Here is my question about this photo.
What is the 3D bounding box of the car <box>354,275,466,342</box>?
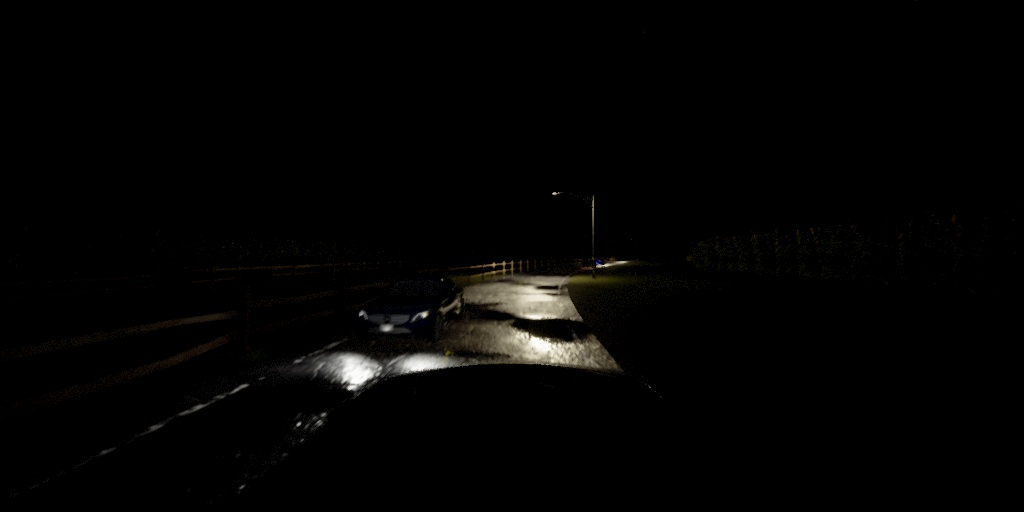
[{"bbox_3d":[-2.488,1.265,9.912,1.812,1.442,4.674,0,0,4],"label":"car"}]

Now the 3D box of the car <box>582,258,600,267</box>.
[{"bbox_3d":[13.356,1.179,62.168,2.128,1.511,4.902,0,0,23],"label":"car"}]
